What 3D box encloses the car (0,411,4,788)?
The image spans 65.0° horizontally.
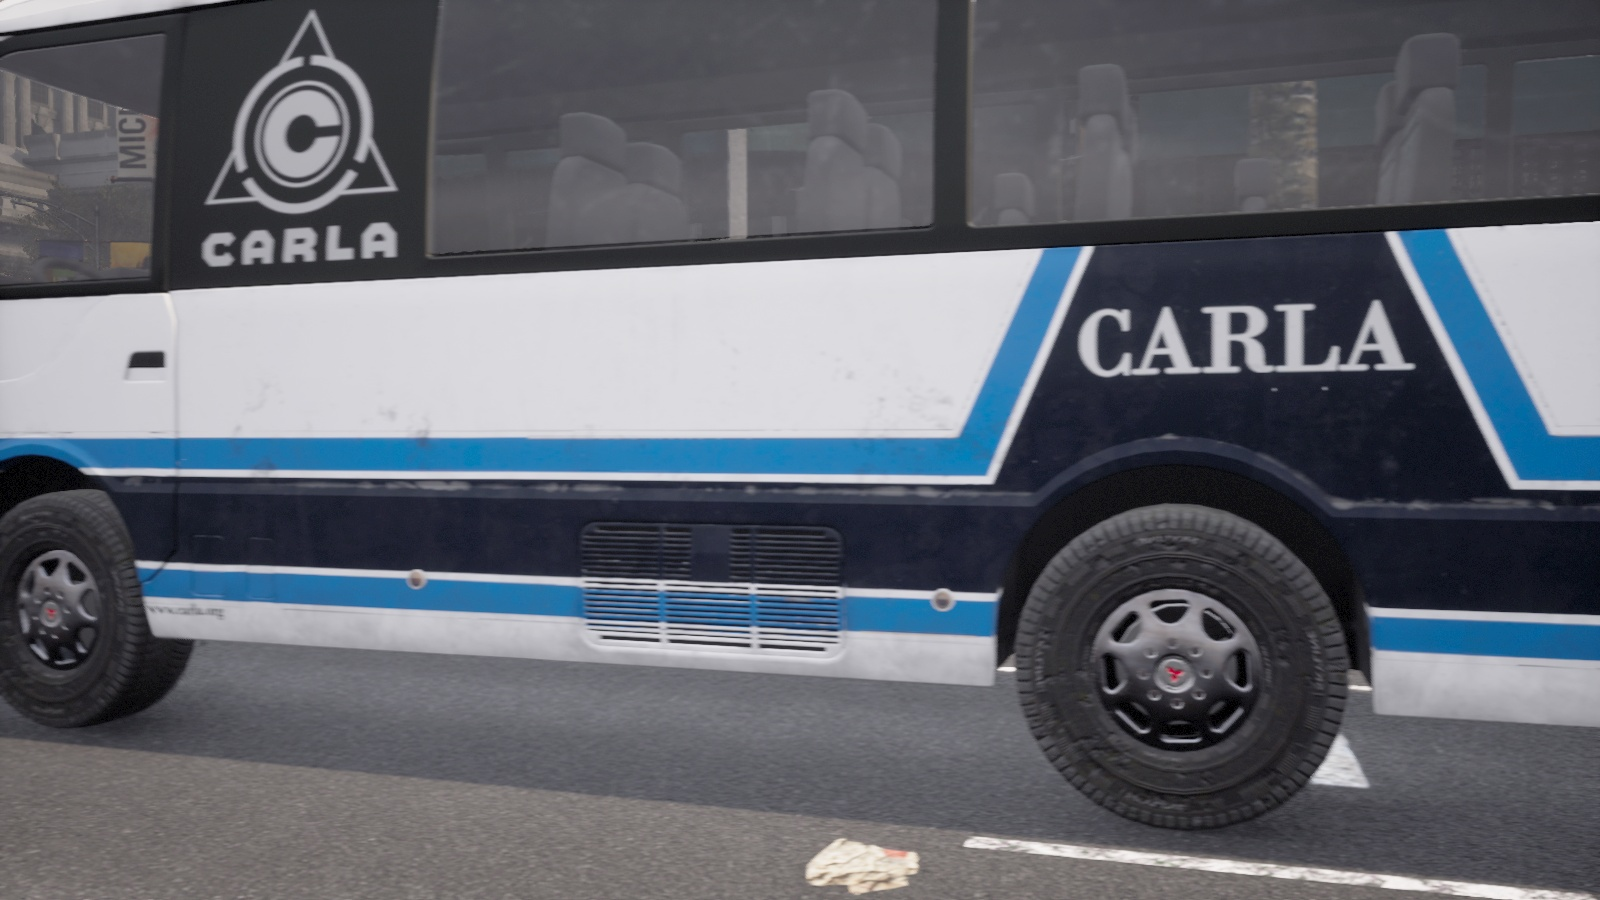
[{"bbox_3d":[-6.123,0.646,5.540,4.856,1.649,2.033,1,1,24],"label":"car"}]

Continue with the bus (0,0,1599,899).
[{"bbox_3d":[-0.724,-0.664,7.088,10.273,4.253,3.944,1,1,18],"label":"bus"}]
